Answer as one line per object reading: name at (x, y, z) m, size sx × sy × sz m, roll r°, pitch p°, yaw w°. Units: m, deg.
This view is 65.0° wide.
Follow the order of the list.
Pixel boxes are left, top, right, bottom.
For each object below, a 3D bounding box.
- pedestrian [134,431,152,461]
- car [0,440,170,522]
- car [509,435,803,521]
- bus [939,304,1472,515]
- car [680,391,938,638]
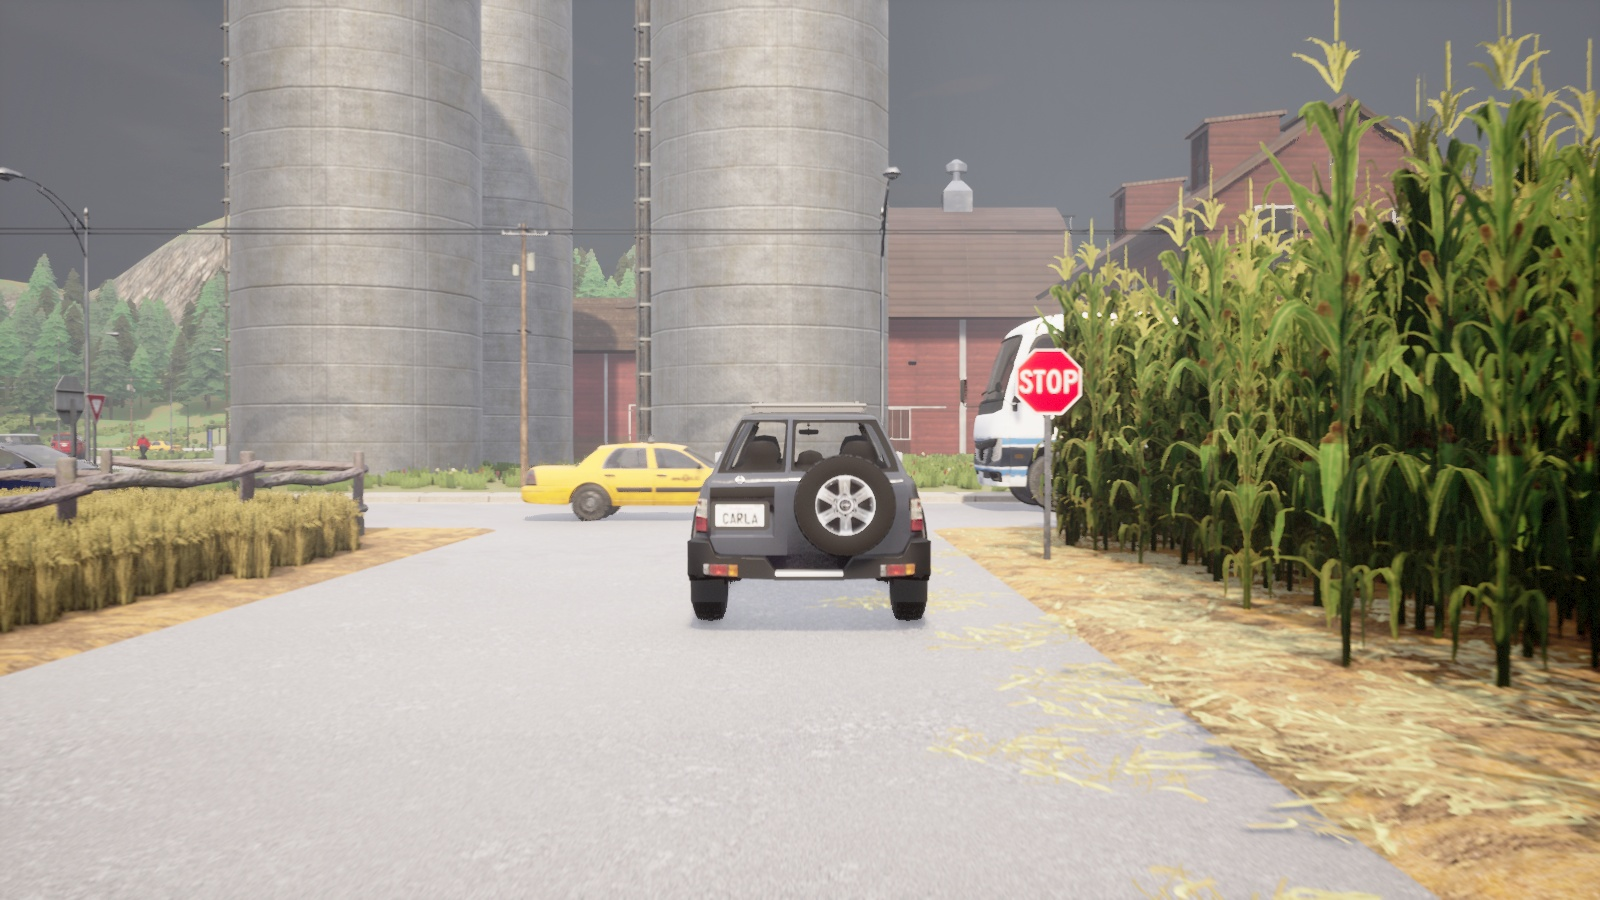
pedestrian at (-40.891, -0.257, 78.139) m, size 0.634 × 1.844 × 0.899 m, roll 0°, pitch 0°, yaw 0°
car at (-14.908, 0.553, 23.850) m, size 4.792 × 1.488 × 2.163 m, roll 0°, pitch 0°, yaw 0°
car at (-2.622, 0.502, 23.809) m, size 5.366 × 1.575 × 1.801 m, roll 0°, pitch 0°, yaw 0°
bus at (8.369, -0.833, 27.259) m, size 10.273 × 4.253 × 3.944 m, roll 0°, pitch 0°, yaw 1°
car at (0.081, 0.479, 11.724) m, size 1.932 × 1.855 × 4.605 m, roll 0°, pitch 0°, yaw 0°
